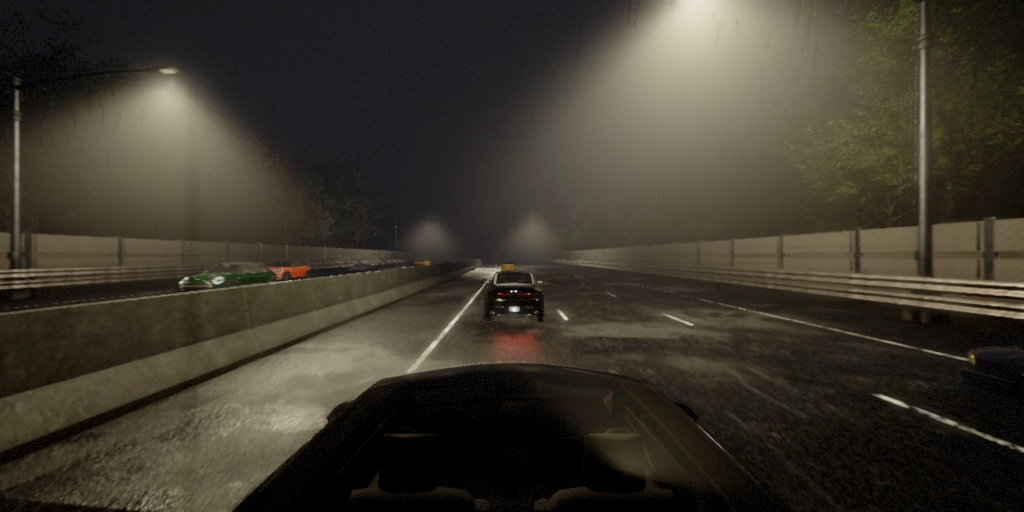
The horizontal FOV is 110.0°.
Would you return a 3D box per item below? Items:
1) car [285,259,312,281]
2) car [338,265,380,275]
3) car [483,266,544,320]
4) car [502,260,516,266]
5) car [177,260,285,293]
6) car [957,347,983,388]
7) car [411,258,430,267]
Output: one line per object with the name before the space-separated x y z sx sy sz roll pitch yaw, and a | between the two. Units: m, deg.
car | -17.811 1.110 28.096 2.097 1.767 4.553 0 0 -1
car | -10.775 1.322 25.600 1.994 1.385 4.181 0 0 -1
car | 0.055 1.259 12.561 1.837 1.490 4.892 0 0 0
car | -0.423 1.222 44.028 1.801 1.575 5.366 0 0 -1
car | -14.190 1.108 18.236 2.097 1.767 4.553 0 0 -1
car | 7.096 1.297 2.412 2.033 1.411 5.357 0 0 0
car | -15.022 1.243 60.155 1.882 1.535 5.008 0 0 -1
